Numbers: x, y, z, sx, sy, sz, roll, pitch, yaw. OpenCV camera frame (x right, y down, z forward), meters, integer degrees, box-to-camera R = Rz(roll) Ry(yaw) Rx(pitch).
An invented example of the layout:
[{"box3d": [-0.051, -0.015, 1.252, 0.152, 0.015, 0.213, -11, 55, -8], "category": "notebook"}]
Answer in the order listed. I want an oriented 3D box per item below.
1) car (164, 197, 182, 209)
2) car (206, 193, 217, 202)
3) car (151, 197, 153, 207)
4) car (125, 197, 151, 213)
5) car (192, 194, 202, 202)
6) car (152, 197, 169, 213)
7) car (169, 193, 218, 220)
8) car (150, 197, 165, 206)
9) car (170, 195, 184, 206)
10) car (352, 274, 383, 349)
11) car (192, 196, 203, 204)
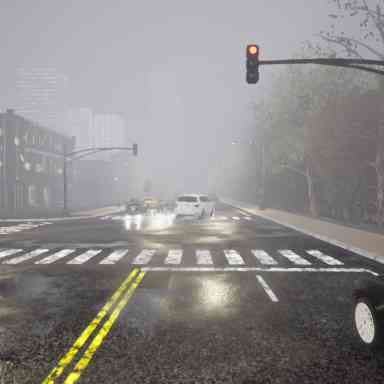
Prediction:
[{"box3d": [-2.631, 1.476, 46.199, 2.128, 1.511, 4.902, 0, 0, 1], "category": "car"}, {"box3d": [4.419, 1.194, 76.625, 2.150, 2.045, 5.566, 0, 0, 1], "category": "car"}, {"box3d": [-5.886, 1.462, 45.876, 1.882, 1.535, 5.008, 0, 0, 1], "category": "car"}, {"box3d": [-6.048, 1.480, 36.364, 2.128, 1.511, 4.902, 0, 0, -1], "category": "car"}, {"box3d": [1.176, 1.324, 77.107, 2.097, 1.767, 4.553, 0, 0, 1], "category": "car"}, {"box3d": [-2.831, 1.480, 36.692, 2.128, 1.511, 4.902, 0, 0, -2], "category": "car"}, {"box3d": [0.271, 1.213, 27.911, 2.150, 2.045, 5.566, 1, 0, 17], "category": "car"}, {"box3d": [-5.716, 1.544, 55.927, 1.994, 1.385, 4.181, 0, 0, 2], "category": "car"}, {"box3d": [-2.473, 1.332, 56.490, 2.097, 1.767, 4.553, 0, 0, 1], "category": "car"}, {"box3d": [3.396, 1.477, 3.207, 1.882, 1.535, 5.008, 0, 0, 1], "category": "car"}, {"box3d": [1.116, 1.522, 66.551, 2.033, 1.411, 5.357, 0, 0, 1], "category": "car"}]
